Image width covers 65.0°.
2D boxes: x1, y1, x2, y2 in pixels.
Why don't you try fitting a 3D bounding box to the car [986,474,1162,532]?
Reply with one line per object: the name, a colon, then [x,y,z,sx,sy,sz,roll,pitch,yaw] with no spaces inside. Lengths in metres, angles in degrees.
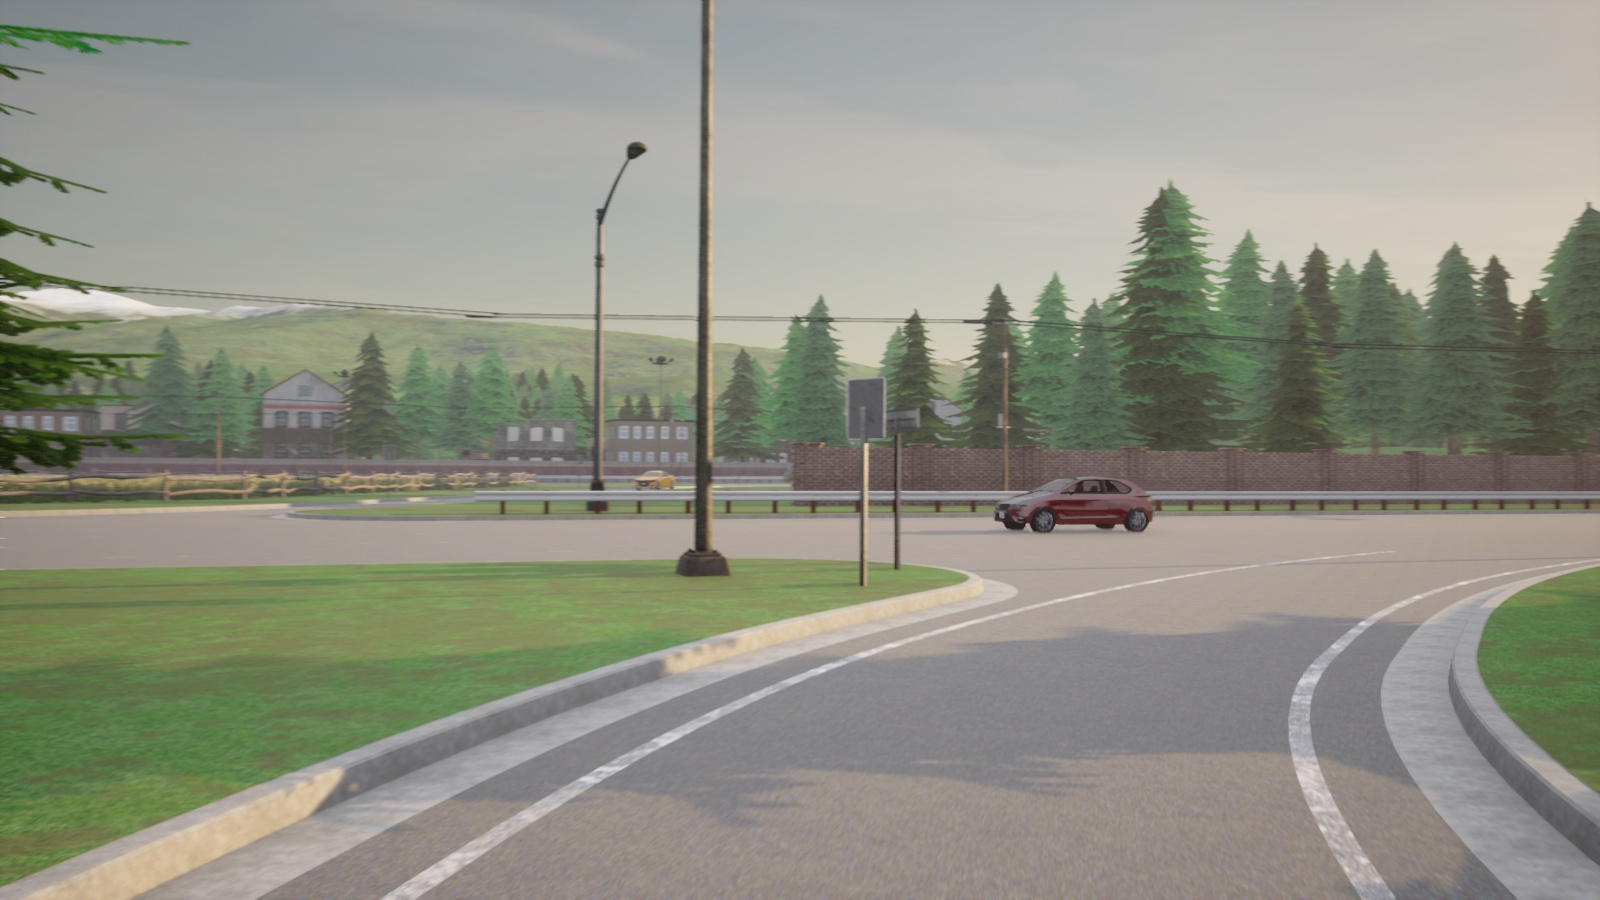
car: [7.249,1.371,33.255,4.193,1.474,1.816,0,-1,-17]
